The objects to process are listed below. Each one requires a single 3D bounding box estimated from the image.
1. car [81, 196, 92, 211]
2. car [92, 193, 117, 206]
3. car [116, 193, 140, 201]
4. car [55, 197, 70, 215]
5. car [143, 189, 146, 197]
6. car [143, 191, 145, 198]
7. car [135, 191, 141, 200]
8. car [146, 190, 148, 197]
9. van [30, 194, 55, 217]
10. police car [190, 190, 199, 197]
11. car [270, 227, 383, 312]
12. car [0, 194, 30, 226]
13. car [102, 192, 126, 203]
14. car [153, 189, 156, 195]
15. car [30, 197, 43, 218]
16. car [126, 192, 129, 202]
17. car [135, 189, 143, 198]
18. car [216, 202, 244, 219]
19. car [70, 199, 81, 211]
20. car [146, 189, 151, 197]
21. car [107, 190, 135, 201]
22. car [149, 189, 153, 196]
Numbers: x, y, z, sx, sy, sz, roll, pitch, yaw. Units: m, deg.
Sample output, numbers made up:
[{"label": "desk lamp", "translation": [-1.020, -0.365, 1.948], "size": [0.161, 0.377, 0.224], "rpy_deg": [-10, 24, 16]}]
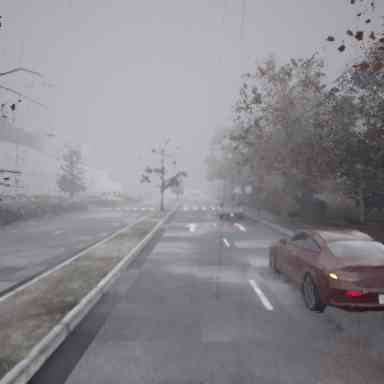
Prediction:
[{"label": "car", "translation": [-13.814, 1.354, 36.317], "size": [4.792, 1.488, 2.163], "rpy_deg": [-1, 0, -20]}, {"label": "car", "translation": [-13.803, 1.275, 48.323], "size": [4.792, 1.488, 2.163], "rpy_deg": [-1, 0, -20]}, {"label": "car", "translation": [-13.832, 1.012, 72.319], "size": [4.792, 1.488, 2.163], "rpy_deg": [-1, 1, -20]}, {"label": "car", "translation": [-13.817, 1.238, 30.326], "size": [4.553, 1.767, 2.185], "rpy_deg": [-1, 1, -20]}, {"label": "car", "translation": [-13.833, 0.744, 78.329], "size": [4.553, 1.767, 2.185], "rpy_deg": [-1, 1, -20]}, {"label": "car", "translation": [-13.807, 0.971, 75.344], "size": [4.674, 1.452, 2.002], "rpy_deg": [-1, 1, -20]}, {"label": "car", "translation": [-13.640, 1.069, 66.392], "size": [5.366, 1.575, 1.946], "rpy_deg": [-1, 0, -20]}, {"label": "car", "translation": [-13.801, 0.847, 81.342], "size": [4.674, 1.452, 2.002], "rpy_deg": [-1, 1, -20]}, {"label": "van", "translation": [-13.959, 1.160, 27.290], "size": [4.442, 1.987, 1.878], "rpy_deg": [-1, 1, -20]}, {"label": "police car", "translation": [0.927, 0.433, 95.166], "size": [1.930, 1.638, 5.238], "rpy_deg": [0, 1, 0]}, {"label": "car", "translation": [3.102, 1.524, 7.555], "size": [1.812, 1.442, 4.674], "rpy_deg": [0, 0, 0]}, {"label": "car", "translation": [-13.831, 1.172, 21.382], "size": [5.566, 2.045, 2.435], "rpy_deg": [-1, 0, -20]}, {"label": "car", "translation": [-13.995, 1.203, 54.247], "size": [5.366, 1.575, 1.946], "rpy_deg": [-1, 1, -20]}, {"label": "car", "translation": [-13.767, 0.288, 93.354], "size": [5.566, 2.045, 2.435], "rpy_deg": [-1, 1, -20]}, {"label": "car", "translation": [-13.844, 1.405, 24.352], "size": [4.892, 1.521, 2.231], "rpy_deg": [-1, 1, -20]}, {"label": "car", "translation": [-13.825, 1.218, 57.320], "size": [4.674, 1.452, 2.002], "rpy_deg": [-1, 0, -20]}, {"label": "car", "translation": [-13.838, 0.781, 69.316], "size": [5.566, 2.045, 2.435], "rpy_deg": [-1, 1, -20]}, {"label": "car", "translation": [3.108, 1.486, 28.094], "size": [1.895, 1.301, 4.718], "rpy_deg": [0, 0, 0]}, {"label": "car", "translation": [-13.838, 1.385, 33.299], "size": [4.674, 1.452, 2.002], "rpy_deg": [-1, 1, -20]}, {"label": "car", "translation": [-13.789, 0.741, 84.341], "size": [5.008, 1.535, 2.097], "rpy_deg": [-1, 2, -20]}, {"label": "car", "translation": [-13.795, 0.900, 60.336], "size": [5.566, 2.045, 2.435], "rpy_deg": [-1, 0, -20]}, {"label": "car", "translation": [-13.764, 0.634, 90.357], "size": [4.792, 1.488, 2.163], "rpy_deg": [-1, 1, -20]}]
